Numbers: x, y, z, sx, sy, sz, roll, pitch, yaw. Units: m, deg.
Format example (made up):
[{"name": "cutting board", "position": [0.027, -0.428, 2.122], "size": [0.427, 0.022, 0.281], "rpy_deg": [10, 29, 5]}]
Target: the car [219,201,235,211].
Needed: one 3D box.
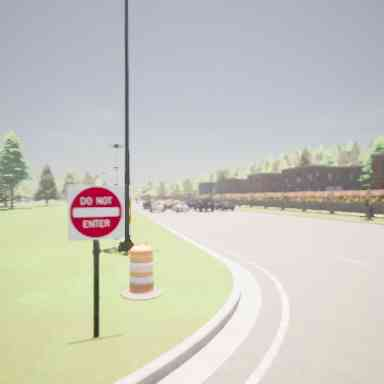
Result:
[{"name": "car", "position": [5.089, 2.153, 51.341], "size": [2.128, 1.511, 4.902], "rpy_deg": [0, -1, -13]}]

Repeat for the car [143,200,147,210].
[{"name": "car", "position": [-7.485, 2.198, 58.564], "size": [2.097, 1.767, 4.553], "rpy_deg": [0, -1, -13]}]

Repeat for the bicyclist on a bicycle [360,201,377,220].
[{"name": "bicyclist on a bicycle", "position": [14.813, 1.580, 27.908], "size": [1.656, 1.620, 0.582], "rpy_deg": [0, -1, -13]}]

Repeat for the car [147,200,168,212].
[{"name": "car", "position": [-5.121, 2.225, 48.896], "size": [1.812, 1.442, 4.674], "rpy_deg": [0, -1, -13]}]

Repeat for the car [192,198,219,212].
[{"name": "car", "position": [1.806, 1.887, 50.011], "size": [2.150, 2.045, 5.566], "rpy_deg": [0, -1, -13]}]

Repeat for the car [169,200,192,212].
[{"name": "car", "position": [-1.719, 2.212, 49.716], "size": [1.812, 1.442, 4.674], "rpy_deg": [0, -1, -13]}]

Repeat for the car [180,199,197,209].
[{"name": "car", "position": [-0.677, 2.172, 60.191], "size": [2.097, 1.767, 4.553], "rpy_deg": [0, -1, -13]}]
